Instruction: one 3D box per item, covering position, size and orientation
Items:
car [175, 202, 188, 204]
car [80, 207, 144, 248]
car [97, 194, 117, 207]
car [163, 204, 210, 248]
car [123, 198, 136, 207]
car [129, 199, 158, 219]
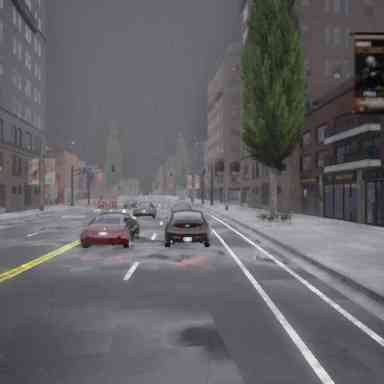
[{"bbox_3d":[-0.914,1.596,30.015,1.994,1.385,4.181,0,0,-3],"label":"car"},{"bbox_3d":[-3.478,1.577,14.786,1.994,1.385,4.181,0,0,-2],"label":"car"},{"bbox_3d":[-11.932,1.375,47.138,2.150,2.045,5.566,0,0,-5],"label":"car"},{"bbox_3d":[-0.230,1.522,14.884,1.837,1.490,4.892,0,0,-2],"label":"car"},{"bbox_3d":[-8.698,1.611,47.457,1.837,1.490,4.892,0,0,-5],"label":"car"},{"bbox_3d":[-4.158,1.595,29.820,1.994,1.385,4.181,0,0,-3],"label":"car"}]
